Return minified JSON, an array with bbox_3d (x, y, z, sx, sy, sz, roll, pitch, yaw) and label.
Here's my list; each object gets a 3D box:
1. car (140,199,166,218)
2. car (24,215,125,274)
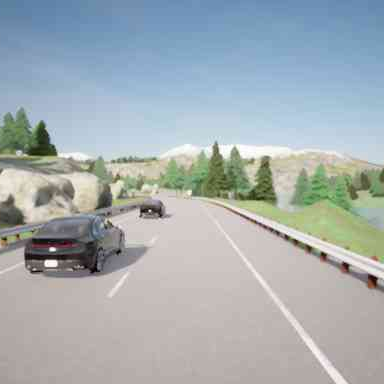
[{"bbox_3d":[-3.428,1.392,29.567,1.882,1.535,5.008,0,0,0],"label":"car"},{"bbox_3d":[-3.410,1.474,10.460,1.837,1.490,4.892,0,0,0],"label":"car"}]
